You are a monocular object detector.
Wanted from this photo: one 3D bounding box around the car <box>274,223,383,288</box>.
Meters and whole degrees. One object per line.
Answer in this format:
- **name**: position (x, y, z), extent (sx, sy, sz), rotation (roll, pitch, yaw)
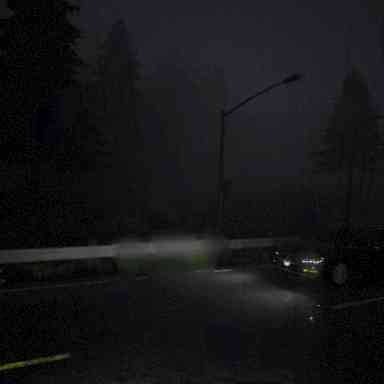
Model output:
- **car**: position (4.664, 1.701, 9.859), extent (4.892, 1.490, 1.837), rotation (2, 0, -27)
